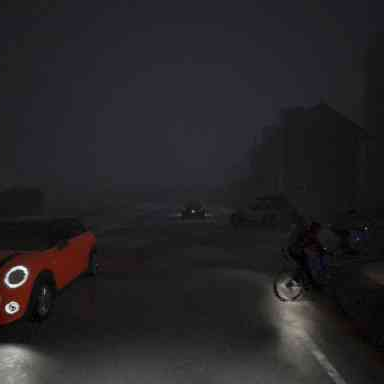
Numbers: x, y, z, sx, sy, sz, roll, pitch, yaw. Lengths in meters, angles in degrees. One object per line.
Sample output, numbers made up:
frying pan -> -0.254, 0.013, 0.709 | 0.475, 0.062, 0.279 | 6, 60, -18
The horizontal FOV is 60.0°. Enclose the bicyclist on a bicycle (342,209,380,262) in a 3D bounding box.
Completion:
bicyclist on a bicycle -> 4.837, 1.351, 10.251 | 1.656, 1.620, 0.582 | -3, -1, 24

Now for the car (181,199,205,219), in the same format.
car -> 0.088, 1.558, 29.150 | 1.994, 1.385, 4.181 | 0, 0, 0

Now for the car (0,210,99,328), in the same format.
car -> -3.592, 1.350, 7.203 | 2.097, 1.767, 4.553 | 0, 0, 0

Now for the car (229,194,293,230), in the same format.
car -> 4.159, 1.140, 19.978 | 1.905, 1.878, 3.866 | -8, 3, -42

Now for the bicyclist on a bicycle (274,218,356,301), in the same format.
bicyclist on a bicycle -> 2.452, 1.448, 6.962 | 1.656, 1.620, 0.582 | -1, 0, -14

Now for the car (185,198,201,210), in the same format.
car -> 0.086, 1.555, 43.554 | 1.994, 1.385, 4.181 | 0, 0, 0

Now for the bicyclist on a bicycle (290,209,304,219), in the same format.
bicyclist on a bicycle -> 3.446, 1.371, 10.934 | 1.656, 1.620, 0.582 | 1, -1, -44
